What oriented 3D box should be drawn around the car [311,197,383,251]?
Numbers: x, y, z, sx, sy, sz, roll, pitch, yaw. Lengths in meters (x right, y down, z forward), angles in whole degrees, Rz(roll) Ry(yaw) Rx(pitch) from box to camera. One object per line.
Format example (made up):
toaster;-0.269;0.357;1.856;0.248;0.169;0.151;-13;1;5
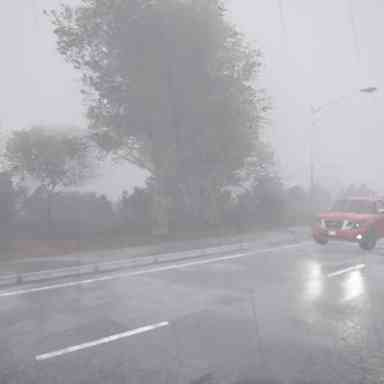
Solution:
car;7.487;1.237;14.740;5.566;2.045;2.150;0;0;-42
